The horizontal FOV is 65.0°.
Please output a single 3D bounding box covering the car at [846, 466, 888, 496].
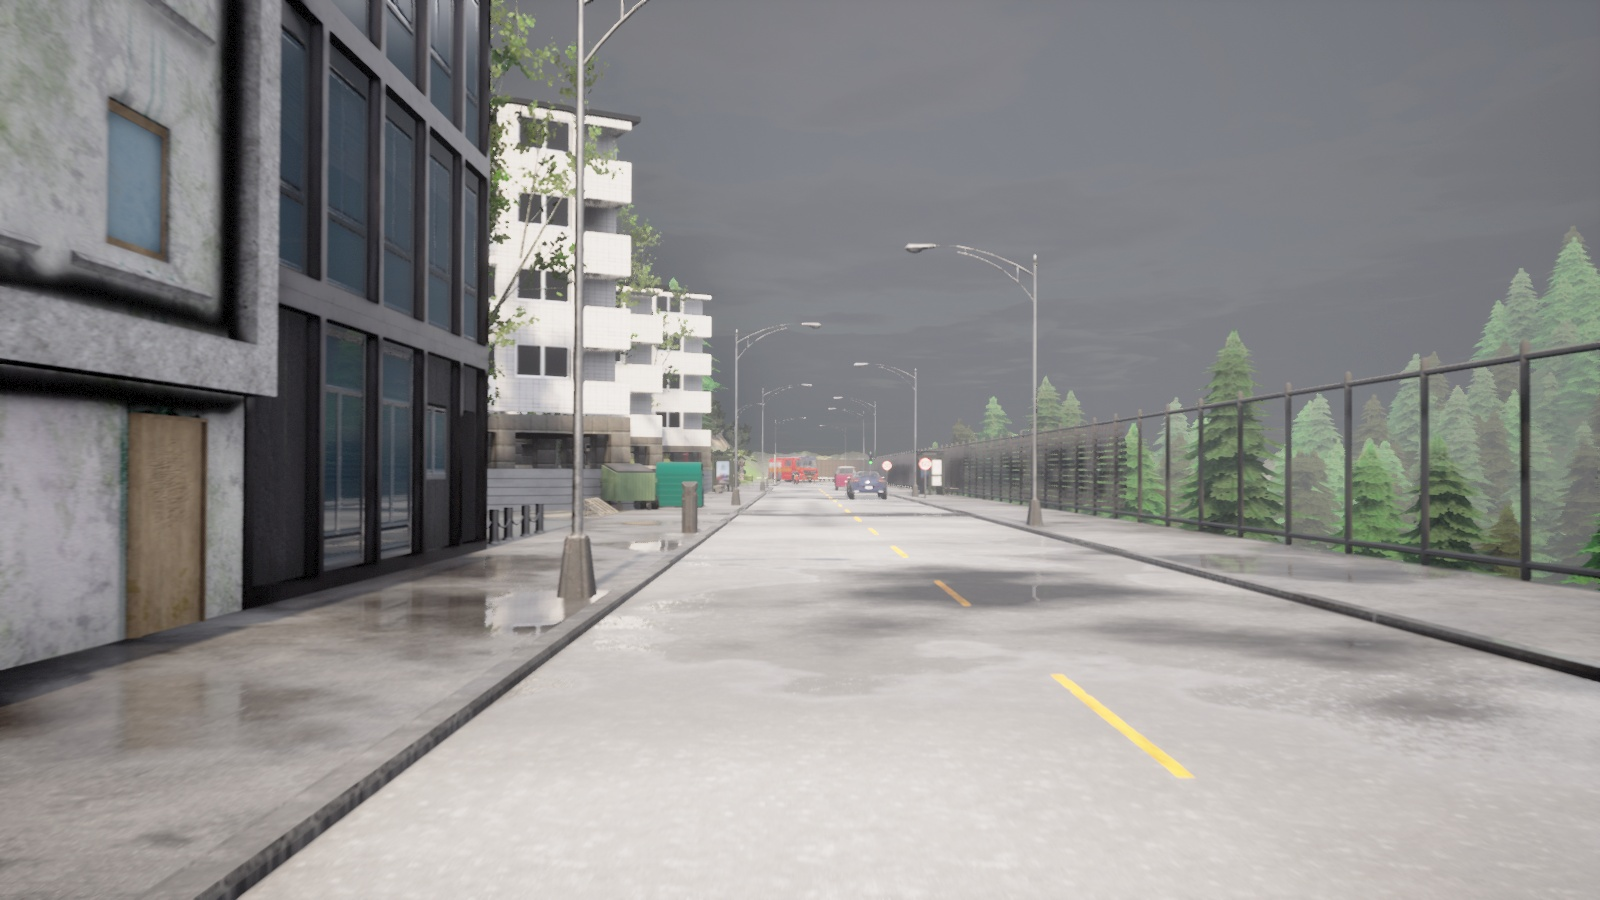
[{"bbox_3d":[3.813,1.788,72.285,2.152,1.651,5.027,0,-1,0],"label":"car"}]
